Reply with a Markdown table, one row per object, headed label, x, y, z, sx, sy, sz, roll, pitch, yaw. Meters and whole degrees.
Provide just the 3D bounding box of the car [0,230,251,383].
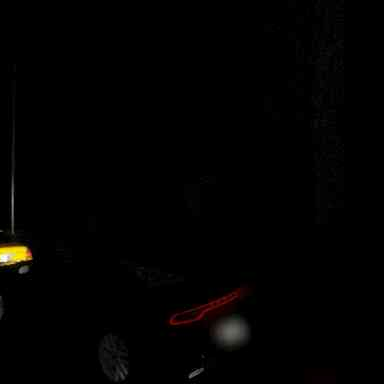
| label | x | y | z | sx | sy | sz | roll | pitch | yaw |
| --- | --- | --- | --- | --- | --- | --- | --- | --- | --- |
| car | -1.507 | 1.536 | 5.497 | 5.008 | 1.535 | 1.882 | 0 | -1 | 37 |
